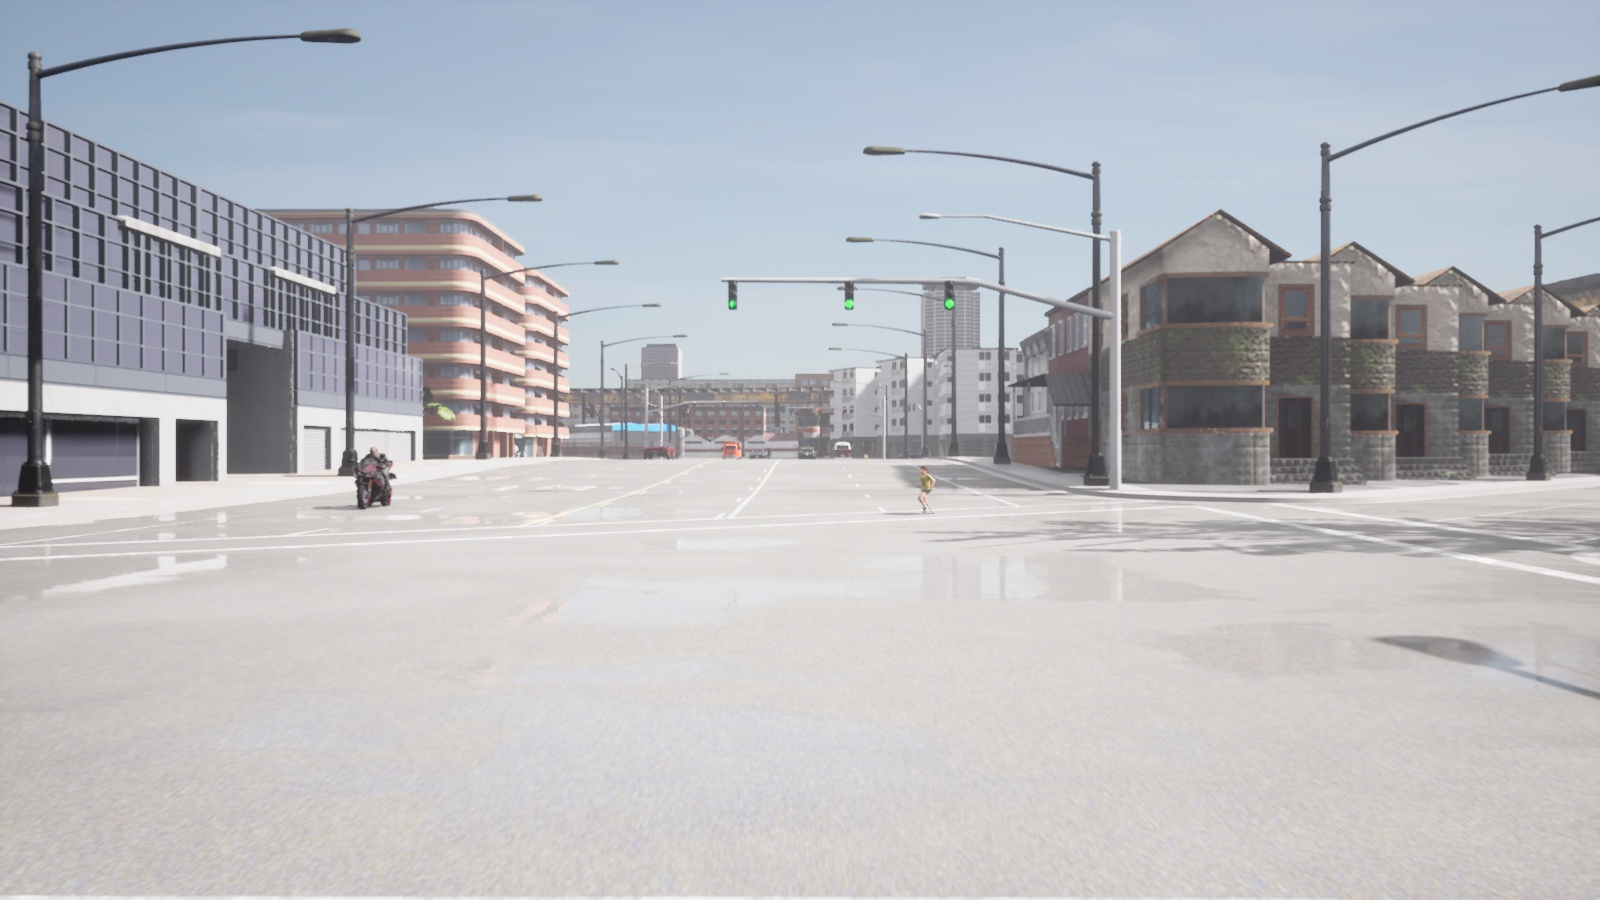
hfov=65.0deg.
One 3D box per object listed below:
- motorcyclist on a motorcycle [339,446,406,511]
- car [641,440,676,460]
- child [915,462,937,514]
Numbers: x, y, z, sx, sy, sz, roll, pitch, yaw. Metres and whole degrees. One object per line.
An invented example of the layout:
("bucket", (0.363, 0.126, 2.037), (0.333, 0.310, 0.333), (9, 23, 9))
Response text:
("motorcyclist on a motorcycle", (-10.319, 0.665, 30.403), (0.866, 1.530, 2.191), (0, 0, 0))
("car", (-9.995, 0.030, 89.044), (1.895, 1.301, 4.718), (0, -1, 0))
("child", (2.729, 0.828, 27.254), (0.394, 1.110, 0.255), (0, 0, -27))
